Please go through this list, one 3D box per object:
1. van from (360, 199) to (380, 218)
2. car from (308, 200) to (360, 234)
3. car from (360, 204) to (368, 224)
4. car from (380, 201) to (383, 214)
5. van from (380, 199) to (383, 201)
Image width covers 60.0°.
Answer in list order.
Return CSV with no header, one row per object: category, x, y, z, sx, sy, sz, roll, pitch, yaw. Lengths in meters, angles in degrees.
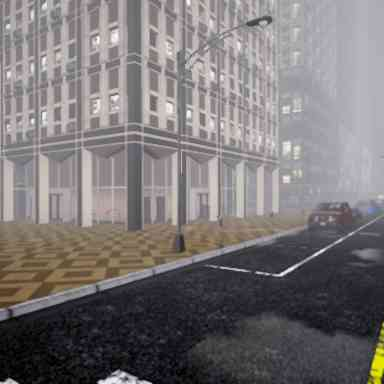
van,18.330,1.719,34.954,1.690,1.788,3.998,-1,-1,34
car,8.937,1.539,21.217,2.192,1.841,5.009,-1,-1,34
car,12.081,1.841,25.784,1.947,1.339,4.313,-1,-1,34
car,21.436,2.011,39.547,1.802,1.307,4.206,-1,-1,34
van,24.540,1.822,44.148,1.690,1.788,3.998,-1,-1,34
